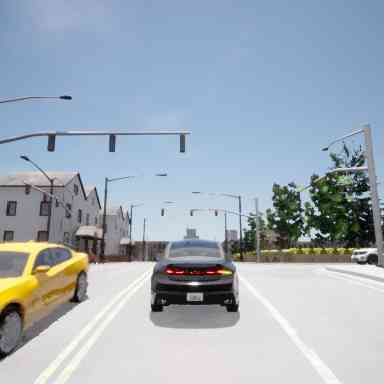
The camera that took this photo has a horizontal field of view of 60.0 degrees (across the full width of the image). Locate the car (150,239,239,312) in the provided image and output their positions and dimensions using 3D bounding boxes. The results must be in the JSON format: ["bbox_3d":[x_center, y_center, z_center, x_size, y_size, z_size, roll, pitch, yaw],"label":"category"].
[{"bbox_3d":[0.061,1.986,8.595,1.837,1.490,4.892,0,-7,0],"label":"car"}]

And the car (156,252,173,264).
[{"bbox_3d":[-3.644,8.890,44.540,1.812,1.442,4.674,0,-12,0],"label":"car"}]

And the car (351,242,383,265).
[{"bbox_3d":[16.845,5.317,28.808,5.566,2.045,2.150,0,-12,1],"label":"car"}]

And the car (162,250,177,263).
[{"bbox_3d":[-3.650,10.726,54.906,2.150,2.045,5.566,0,-12,0],"label":"car"}]

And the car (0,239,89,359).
[{"bbox_3d":[-3.557,1.747,6.510,1.882,1.535,5.008,0,-5,1],"label":"car"}]
